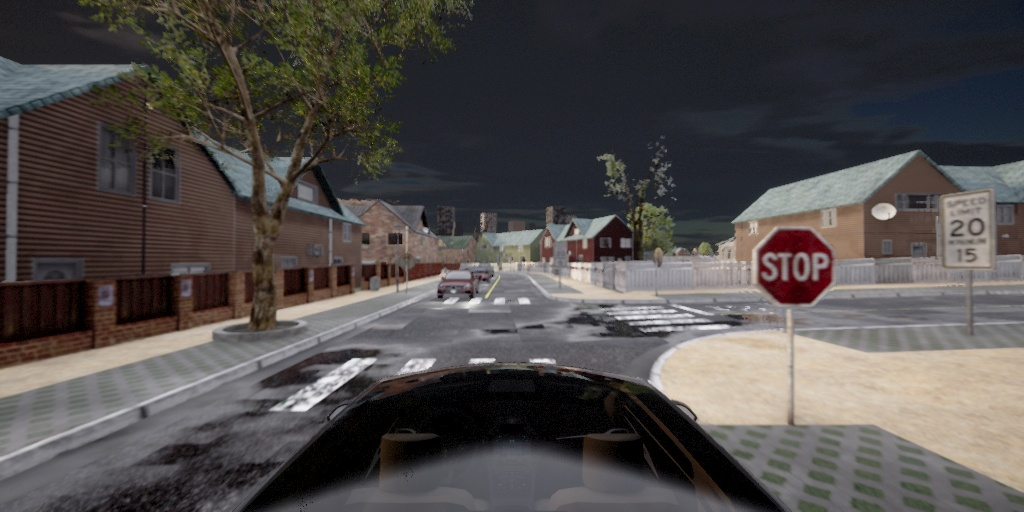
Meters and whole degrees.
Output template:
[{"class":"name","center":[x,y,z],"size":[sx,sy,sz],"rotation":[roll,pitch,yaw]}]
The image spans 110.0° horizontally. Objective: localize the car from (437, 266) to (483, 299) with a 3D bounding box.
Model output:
[{"class":"car","center":[-2.863,1.492,19.834],"size":[1.812,1.442,4.674],"rotation":[0,-1,0]}]

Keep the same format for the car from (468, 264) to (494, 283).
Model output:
[{"class":"car","center":[-2.913,1.676,32.128],"size":[1.994,1.385,4.181],"rotation":[0,-1,0]}]
